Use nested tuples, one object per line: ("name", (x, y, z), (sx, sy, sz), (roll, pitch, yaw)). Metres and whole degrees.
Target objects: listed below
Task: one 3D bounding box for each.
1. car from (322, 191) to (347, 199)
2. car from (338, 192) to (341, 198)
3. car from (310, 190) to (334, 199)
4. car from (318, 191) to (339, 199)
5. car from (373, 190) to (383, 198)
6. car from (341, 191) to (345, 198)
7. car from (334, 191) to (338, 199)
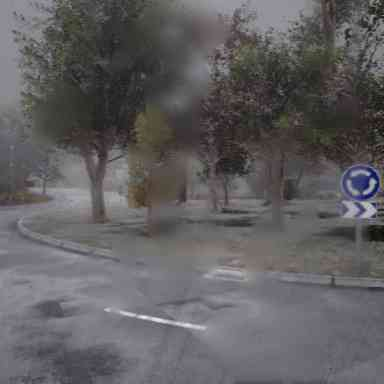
("car", (37.556, 0.768, 87.788), (5.566, 2.045, 2.435), (1, -1, 16))
("car", (32.359, 0.615, 80.544), (5.566, 2.045, 2.435), (1, -1, 15))
("car", (28.909, 0.749, 75.676), (4.892, 1.521, 2.231), (1, 0, 15))
("car", (34.019, 0.798, 82.974), (4.553, 1.767, 2.185), (1, -1, 15))
("car", (27.382, 0.223, 47.058), (4.902, 1.511, 2.128), (-1, -2, 44))
("car", (35.596, 0.971, 85.419), (5.366, 1.575, 1.946), (1, 0, 16))
("car", (30.586, 0.555, 78.121), (5.566, 2.045, 2.435), (1, 0, 15))
